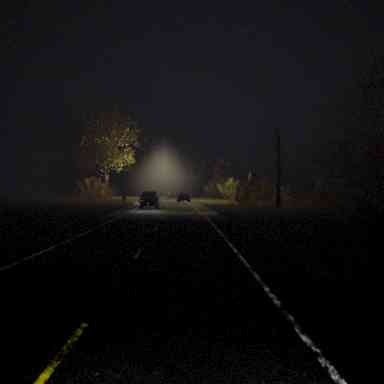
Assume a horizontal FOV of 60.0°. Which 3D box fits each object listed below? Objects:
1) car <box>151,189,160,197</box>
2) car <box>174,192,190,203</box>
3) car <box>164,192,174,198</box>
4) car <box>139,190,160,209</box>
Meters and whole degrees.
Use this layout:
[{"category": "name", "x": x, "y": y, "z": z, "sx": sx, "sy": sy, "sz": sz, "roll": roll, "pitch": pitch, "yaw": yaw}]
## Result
[{"category": "car", "x": -8.681, "y": 0.210, "z": 79.005, "sx": 2.097, "sy": 1.767, "sz": 4.553, "roll": 0, "pitch": 1, "yaw": -7}, {"category": "car", "x": -1.455, "y": 0.839, "z": 56.626, "sx": 2.097, "sy": 1.767, "sz": 4.553, "roll": 0, "pitch": 1, "yaw": -5}, {"category": "car", "x": -4.637, "y": 0.740, "z": 75.169, "sx": 1.895, "sy": 1.301, "sz": 4.718, "roll": 0, "pitch": 1, "yaw": -7}, {"category": "car", "x": -4.913, "y": 0.897, "z": 38.739, "sx": 2.150, "sy": 2.045, "sz": 5.566, "roll": 0, "pitch": 0, "yaw": -4}]
